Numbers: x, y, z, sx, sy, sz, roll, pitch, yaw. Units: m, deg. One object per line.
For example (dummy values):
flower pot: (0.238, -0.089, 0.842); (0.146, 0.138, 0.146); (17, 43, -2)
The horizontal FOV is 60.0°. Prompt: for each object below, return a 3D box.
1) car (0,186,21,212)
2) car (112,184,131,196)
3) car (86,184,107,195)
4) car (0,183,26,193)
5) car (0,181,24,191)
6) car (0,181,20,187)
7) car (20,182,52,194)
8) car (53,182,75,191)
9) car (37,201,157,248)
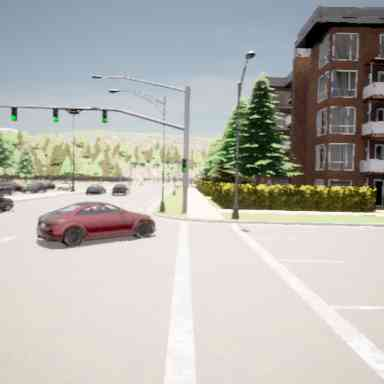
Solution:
car: (-12.058, 0.590, 18.702); (2.033, 1.411, 5.357); (1, 2, -3)
car: (-9.464, -0.317, 44.646); (1.837, 1.490, 4.892); (1, 2, -1)
car: (-12.975, -0.357, 45.167); (1.994, 1.385, 4.181); (1, 2, -1)
car: (-24.621, -0.586, 45.127); (1.895, 1.301, 4.718); (1, 2, -1)
car: (-28.235, -0.949, 51.967); (1.994, 1.385, 4.181); (1, 2, -1)
car: (-20.935, -0.267, 35.854); (1.837, 1.490, 4.892); (1, 2, -1)
car: (-21.121, -0.578, 45.045); (1.812, 1.442, 4.674); (1, 2, -1)
car: (-21.293, -0.988, 56.441); (1.812, 1.442, 4.674); (1, 2, -1)
car: (-3.354, 1.038, 12.173); (4.181, 1.385, 1.994); (-1, 3, -43)
